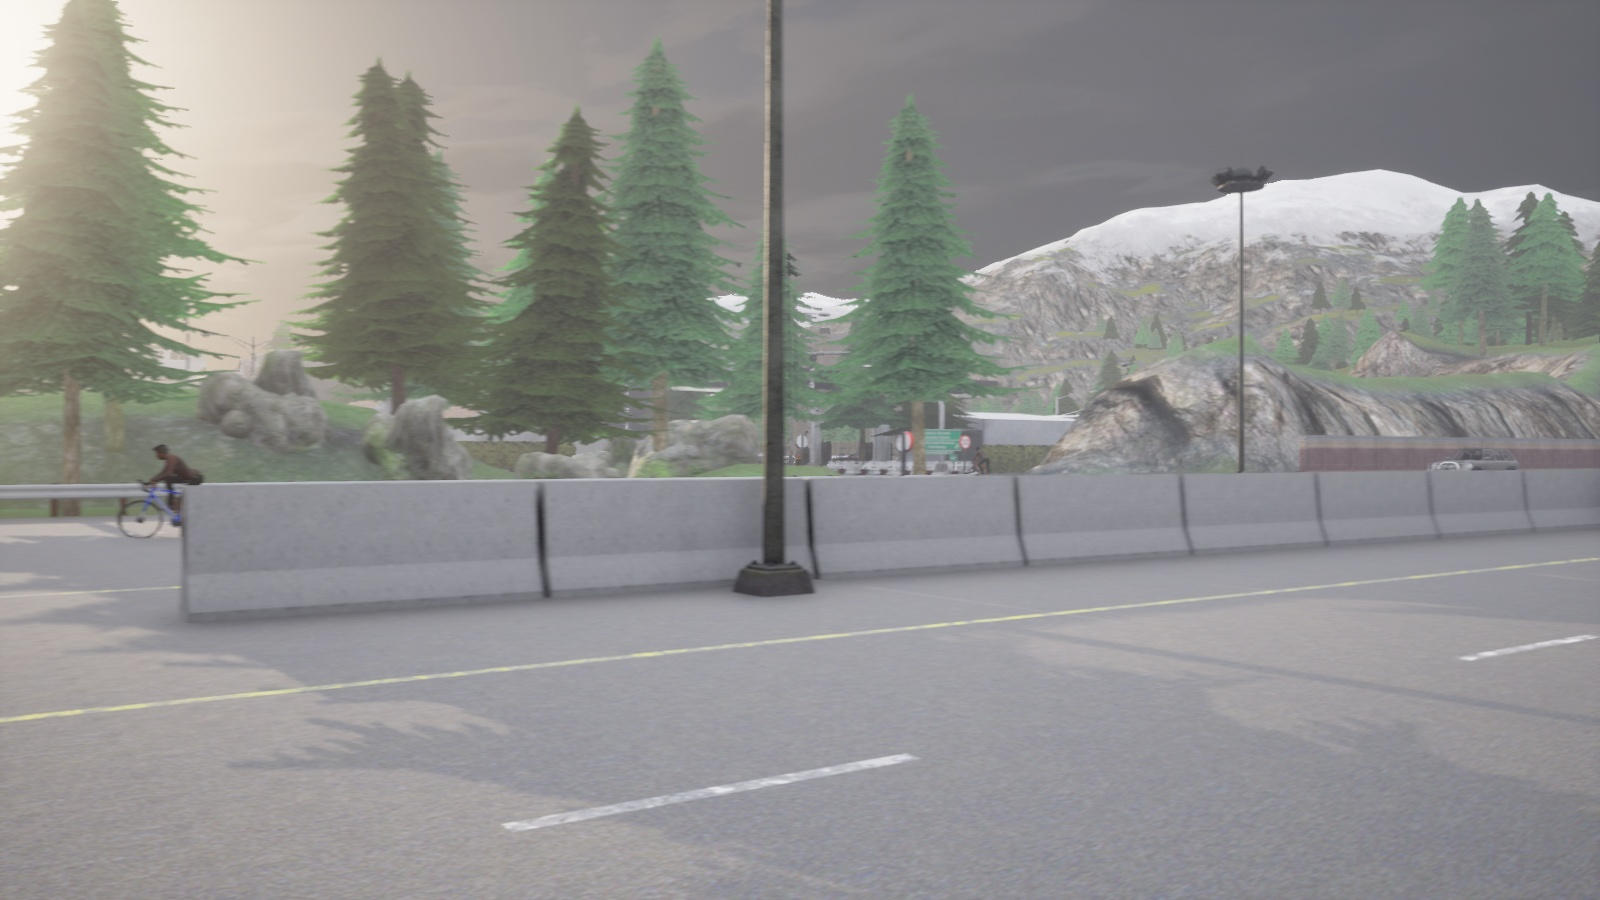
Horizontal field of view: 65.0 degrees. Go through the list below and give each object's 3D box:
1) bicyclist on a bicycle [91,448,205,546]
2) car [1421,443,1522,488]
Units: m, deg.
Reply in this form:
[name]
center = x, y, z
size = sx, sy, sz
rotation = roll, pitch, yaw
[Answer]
[bicyclist on a bicycle]
center = -11.144, 0.774, 21.488
size = 1.656, 1.620, 0.582
rotation = 0, 0, -35
[car]
center = 28.578, 0.635, 53.400
size = 4.605, 1.855, 1.932
rotation = 0, 0, -35
